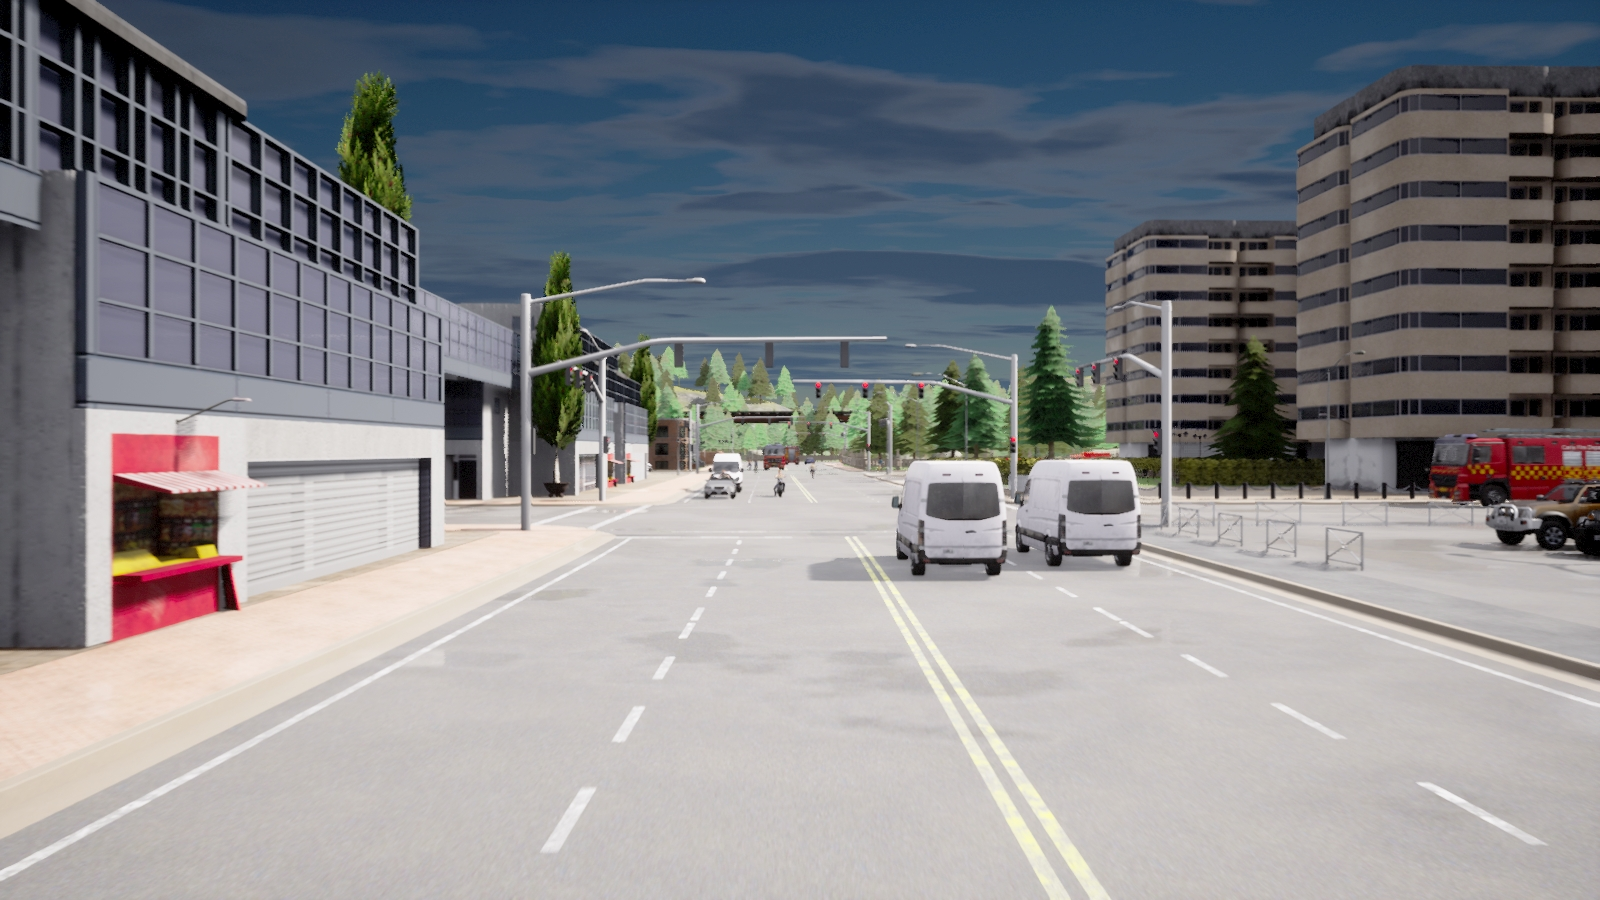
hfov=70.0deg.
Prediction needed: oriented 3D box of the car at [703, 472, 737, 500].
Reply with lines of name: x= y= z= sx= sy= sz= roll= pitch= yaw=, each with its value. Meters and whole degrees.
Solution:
car: x=-4.635 y=2.066 z=66.725 sx=1.816 sy=1.474 sz=4.193 roll=0 pitch=0 yaw=-2

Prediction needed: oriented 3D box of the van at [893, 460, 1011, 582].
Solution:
van: x=3.485 y=1.535 z=27.310 sx=1.988 sy=2.561 sz=5.915 roll=0 pitch=0 yaw=0

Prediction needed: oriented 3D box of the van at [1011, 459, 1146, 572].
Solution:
van: x=6.968 y=1.534 z=29.351 sx=1.988 sy=2.561 sz=5.915 roll=0 pitch=0 yaw=0

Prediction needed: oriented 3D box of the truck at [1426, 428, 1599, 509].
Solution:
truck: x=35.645 y=0.890 z=55.911 sx=8.468 sy=3.827 sz=2.891 roll=0 pitch=0 yaw=-2

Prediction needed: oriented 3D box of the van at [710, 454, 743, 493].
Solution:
van: x=-4.905 y=1.535 z=77.098 sx=1.988 sy=2.561 sz=5.915 roll=0 pitch=0 yaw=-1
